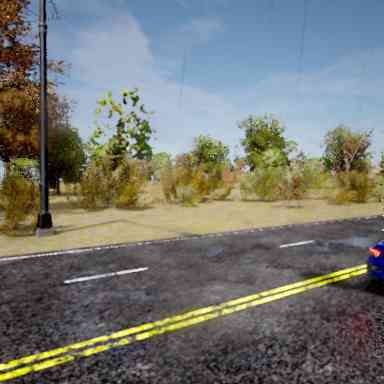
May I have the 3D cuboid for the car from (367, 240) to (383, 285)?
[{"bbox_3d":[5.743,1.348,7.495,4.674,1.442,1.812,-1,2,-35],"label":"car"}]
